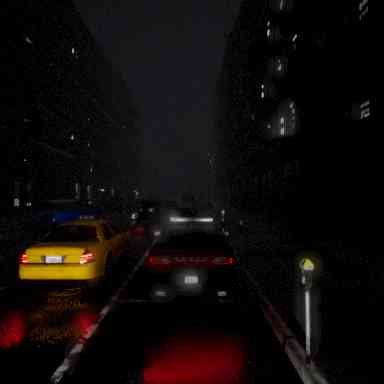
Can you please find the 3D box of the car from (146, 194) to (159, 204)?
[{"bbox_3d":[-8.314,1.471,70.528,2.192,1.841,5.009,1,0,0],"label":"car"}]

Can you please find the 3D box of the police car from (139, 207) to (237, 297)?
[{"bbox_3d":[-0.012,1.430,8.763,1.930,1.638,5.238,0,0,0],"label":"police car"}]

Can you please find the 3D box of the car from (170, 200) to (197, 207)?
[{"bbox_3d":[-0.437,1.572,26.224,1.887,1.381,4.507,1,0,0],"label":"car"}]

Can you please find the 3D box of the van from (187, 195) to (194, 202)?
[{"bbox_3d":[-0.470,1.576,87.068,1.690,1.788,3.998,1,0,0],"label":"van"}]

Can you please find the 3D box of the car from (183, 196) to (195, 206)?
[{"bbox_3d":[-0.470,1.553,59.411,1.967,1.590,4.097,1,0,0],"label":"car"}]

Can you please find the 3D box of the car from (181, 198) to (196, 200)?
[{"bbox_3d":[-0.437,1.582,31.754,1.887,1.381,4.507,1,0,0],"label":"car"}]

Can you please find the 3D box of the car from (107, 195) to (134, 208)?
[{"bbox_3d":[-8.312,1.366,37.346,2.192,1.841,5.009,1,0,0],"label":"car"}]

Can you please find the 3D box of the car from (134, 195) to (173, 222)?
[{"bbox_3d":[-2.939,1.380,26.381,2.097,1.767,4.553,0,0,0],"label":"car"}]

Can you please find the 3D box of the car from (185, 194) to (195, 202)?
[{"bbox_3d":[-0.469,1.521,81.536,2.192,1.841,5.009,1,0,0],"label":"car"}]

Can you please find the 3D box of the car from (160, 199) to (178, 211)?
[{"bbox_3d":[-2.933,1.626,42.540,1.994,1.385,4.181,0,0,0],"label":"car"}]

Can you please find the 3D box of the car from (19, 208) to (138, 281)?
[{"bbox_3d":[-3.021,1.461,9.838,1.801,1.575,5.366,0,0,0],"label":"car"}]

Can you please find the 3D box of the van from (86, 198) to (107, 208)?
[{"bbox_3d":[-8.312,1.368,26.285,1.690,1.788,3.998,1,0,0],"label":"van"}]

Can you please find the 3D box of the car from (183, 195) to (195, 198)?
[{"bbox_3d":[-0.427,1.490,37.286,1.967,1.590,4.097,1,0,0],"label":"car"}]

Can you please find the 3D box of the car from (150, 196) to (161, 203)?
[{"bbox_3d":[-8.320,1.725,76.059,1.887,1.381,4.507,1,0,0],"label":"car"}]

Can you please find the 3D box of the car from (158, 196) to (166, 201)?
[{"bbox_3d":[-8.322,1.847,92.652,1.802,1.307,4.206,1,0,0],"label":"car"}]

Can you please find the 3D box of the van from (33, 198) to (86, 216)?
[{"bbox_3d":[-8.311,1.359,20.753,1.690,1.788,3.998,2,0,0],"label":"van"}]

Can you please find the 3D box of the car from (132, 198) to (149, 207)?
[{"bbox_3d":[-8.319,1.660,53.938,1.947,1.339,4.313,1,0,0],"label":"car"}]
